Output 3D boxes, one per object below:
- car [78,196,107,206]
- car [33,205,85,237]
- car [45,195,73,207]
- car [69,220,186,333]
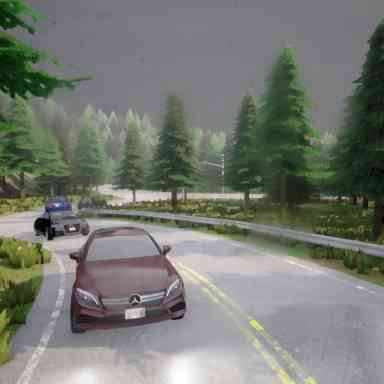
[{"bbox_3d":[-12.726,1.289,42.820,2.097,1.767,4.553,2,2,13],"label":"car"},{"bbox_3d":[-7.073,1.663,17.830,1.994,1.385,4.181,-4,2,-38],"label":"car"},{"bbox_3d":[-12.868,1.326,32.230,2.150,2.045,5.566,-1,0,-18],"label":"car"},{"bbox_3d":[-1.523,1.523,7.086,1.812,1.442,4.674,-2,0,-17],"label":"car"}]
